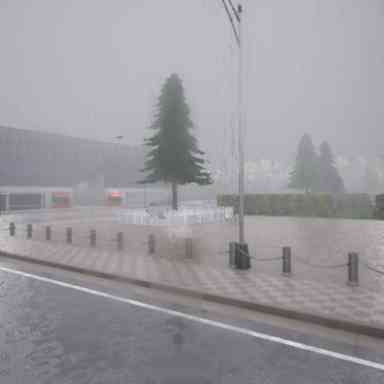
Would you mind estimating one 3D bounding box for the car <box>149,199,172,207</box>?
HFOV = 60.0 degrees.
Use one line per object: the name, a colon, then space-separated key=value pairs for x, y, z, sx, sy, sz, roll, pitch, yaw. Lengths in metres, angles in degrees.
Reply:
car: x=-4.994 y=1.826 z=56.522 sx=2.033 sy=1.411 sz=5.357 roll=-1 pitch=0 yaw=36
